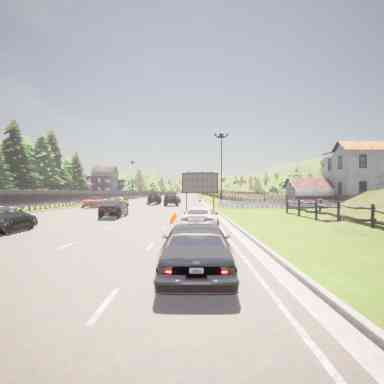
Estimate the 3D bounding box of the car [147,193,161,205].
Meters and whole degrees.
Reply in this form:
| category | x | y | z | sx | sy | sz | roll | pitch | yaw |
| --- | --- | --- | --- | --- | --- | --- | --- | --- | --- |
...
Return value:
| category | x | y | z | sx | sy | sz | roll | pitch | yaw |
| --- | --- | --- | --- | --- | --- | --- | --- | --- | --- |
| car | -6.801 | 1.218 | 60.776 | 2.150 | 2.045 | 5.566 | 0 | 0 | 0 |

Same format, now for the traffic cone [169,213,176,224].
| category | x | y | z | sx | sy | sz | roll | pitch | yaw |
| --- | --- | --- | --- | --- | --- | --- | --- | --- | --- |
| traffic cone | -1.449 | 1.955 | 23.203 | 0.340 | 0.580 | 0.340 | 0 | 0 | 0 |

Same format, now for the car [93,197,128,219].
| category | x | y | z | sx | sy | sz | roll | pitch | yaw |
| --- | --- | --- | --- | --- | --- | --- | --- | --- | --- |
| car | -6.853 | 1.506 | 29.199 | 1.837 | 1.490 | 4.892 | 0 | 0 | 0 |

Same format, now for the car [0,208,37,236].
| category | x | y | z | sx | sy | sz | roll | pitch | yaw |
| --- | --- | --- | --- | --- | --- | --- | --- | --- | --- |
| car | -10.369 | 1.563 | 18.512 | 1.994 | 1.385 | 4.181 | 0 | 0 | 0 |

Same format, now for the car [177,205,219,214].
| category | x | y | z | sx | sy | sz | roll | pitch | yaw |
| --- | --- | --- | --- | --- | --- | --- | --- | --- | --- |
| car | 0.459 | 1.541 | 18.469 | 1.812 | 1.442 | 4.674 | -1 | -1 | 7 |

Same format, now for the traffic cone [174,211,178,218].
| category | x | y | z | sx | sy | sz | roll | pitch | yaw |
| --- | --- | --- | --- | --- | --- | --- | --- | --- | --- |
| traffic cone | -1.446 | 1.955 | 25.203 | 0.340 | 0.580 | 0.340 | 0 | 0 | 0 |

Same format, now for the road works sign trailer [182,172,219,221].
| category | x | y | z | sx | sy | sz | roll | pitch | yaw |
| --- | --- | --- | --- | --- | --- | --- | --- | --- | --- |
| road works sign trailer | 0.525 | 0.464 | 22.082 | 2.380 | 3.560 | 2.880 | 0 | 0 | -3 |

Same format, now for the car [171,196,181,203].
| category | x | y | z | sx | sy | sz | roll | pitch | yaw |
| --- | --- | --- | --- | --- | --- | --- | --- | --- | --- |
| car | -3.287 | 1.564 | 68.600 | 1.994 | 1.385 | 4.181 | 0 | 0 | 0 |

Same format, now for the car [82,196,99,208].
| category | x | y | z | sx | sy | sz | roll | pitch | yaw |
| --- | --- | --- | --- | --- | --- | --- | --- | --- | --- |
| car | -13.824 | 1.351 | 46.848 | 2.097 | 1.767 | 4.553 | 0 | 0 | 0 |

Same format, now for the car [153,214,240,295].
| category | x | y | z | sx | sy | sz | roll | pitch | yaw |
| --- | --- | --- | --- | --- | --- | --- | --- | --- | --- |
| car | 0.112 | 1.547 | 8.846 | 2.033 | 1.411 | 5.357 | 0 | 0 | 1 |

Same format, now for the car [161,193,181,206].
| category | x | y | z | sx | sy | sz | roll | pitch | yaw |
| --- | --- | --- | --- | --- | --- | --- | --- | --- | --- |
| car | -3.312 | 1.221 | 53.385 | 2.150 | 2.045 | 5.566 | 0 | 0 | 0 |

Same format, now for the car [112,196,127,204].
| category | x | y | z | sx | sy | sz | roll | pitch | yaw |
| --- | --- | --- | --- | --- | --- | --- | --- | --- | --- |
| car | -13.795 | 1.526 | 63.764 | 1.812 | 1.442 | 4.674 | 0 | 0 | 0 |
